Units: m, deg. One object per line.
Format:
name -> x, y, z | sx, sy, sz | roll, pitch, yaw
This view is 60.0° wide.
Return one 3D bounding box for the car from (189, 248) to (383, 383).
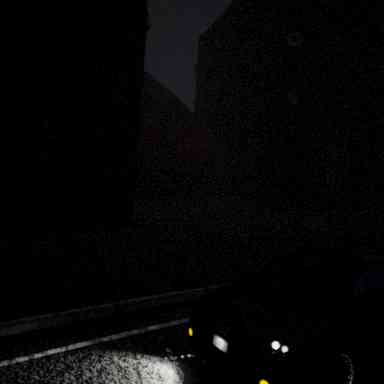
car -> 2.052, 1.577, 4.841 | 4.181, 1.385, 1.994 | 0, 0, -30
